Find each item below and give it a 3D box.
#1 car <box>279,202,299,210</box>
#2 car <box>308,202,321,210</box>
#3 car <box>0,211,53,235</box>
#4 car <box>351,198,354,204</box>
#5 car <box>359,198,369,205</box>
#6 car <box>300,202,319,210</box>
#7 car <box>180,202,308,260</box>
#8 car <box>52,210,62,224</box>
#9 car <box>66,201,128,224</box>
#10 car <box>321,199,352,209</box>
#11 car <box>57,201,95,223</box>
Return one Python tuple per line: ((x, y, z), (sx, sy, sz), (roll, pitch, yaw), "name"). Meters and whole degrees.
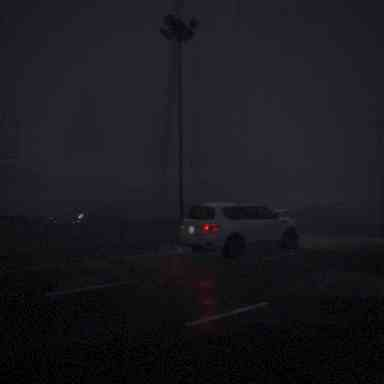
((17.524, 2.429, 59.805), (1.895, 1.301, 4.718), (-1, -1, 36), "car")
((17.987, 2.235, 48.882), (1.895, 1.301, 4.718), (-2, -1, 40), "car")
((-10.486, 1.956, 18.112), (4.892, 1.490, 1.837), (0, -1, -34), "car")
((39.921, 2.339, 84.312), (1.994, 1.385, 4.181), (-1, -1, 29), "car")
((40.549, 2.274, 78.167), (1.882, 1.535, 5.008), (-1, -1, 29), "car")
((20.591, 2.361, 58.076), (1.895, 1.301, 4.718), (-1, -1, 36), "car")
((2.115, 1.441, 13.772), (5.566, 2.045, 2.150), (0, -1, -38), "car")
((-11.155, 2.089, 21.894), (4.181, 1.385, 1.994), (0, -1, -35), "car")
((-7.941, 1.953, 28.569), (4.553, 1.767, 2.097), (0, -1, -38), "car")
((19.917, 2.059, 45.738), (1.837, 1.490, 4.892), (-1, -1, 40), "car")
((-10.304, 1.895, 31.129), (5.566, 2.045, 2.150), (0, -1, -37), "car")
